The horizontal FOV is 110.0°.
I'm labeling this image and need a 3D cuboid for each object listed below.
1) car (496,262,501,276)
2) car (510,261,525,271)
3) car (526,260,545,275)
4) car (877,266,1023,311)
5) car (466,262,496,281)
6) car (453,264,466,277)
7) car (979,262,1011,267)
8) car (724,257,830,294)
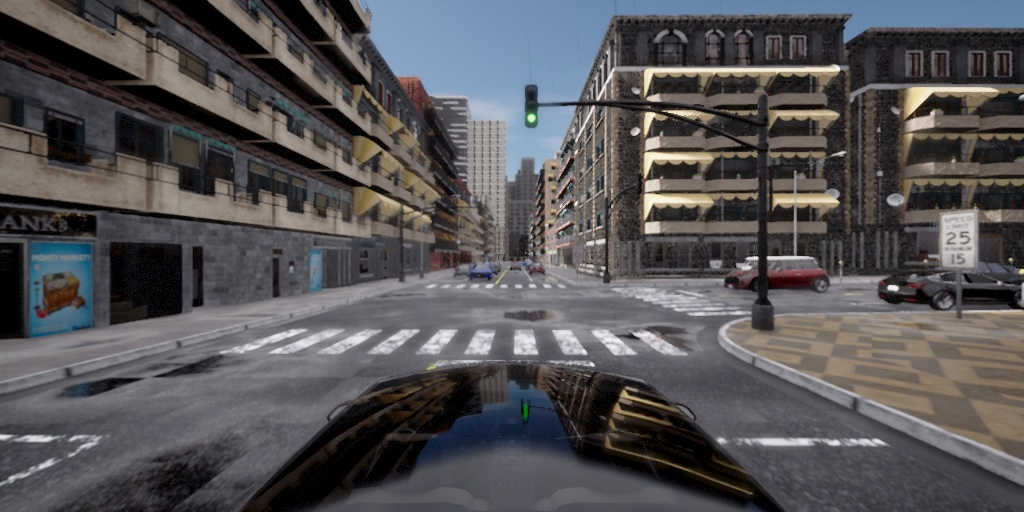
[{"bbox_3d":[-2.718,1.630,43.435,1.994,1.385,4.181,0,0,1],"label":"car"},{"bbox_3d":[0.604,1.740,59.212,2.033,1.411,5.357,0,-1,0],"label":"car"},{"bbox_3d":[3.072,1.518,44.881,1.967,1.591,4.097,0,0,1],"label":"car"},{"bbox_3d":[15.869,1.164,12.981,4.313,1.339,1.948,0,0,0],"label":"car"},{"bbox_3d":[-2.820,1.464,33.479,1.882,1.535,5.008,0,0,1],"label":"car"},{"bbox_3d":[-5.357,1.584,39.435,2.007,1.370,4.403,0,0,1],"label":"car"},{"bbox_3d":[23.966,1.014,18.817,5.357,1.411,2.033,-1,0,-1],"label":"car"},{"bbox_3d":[13.708,0.978,18.785,4.553,1.767,2.097,-1,0,1],"label":"car"}]
